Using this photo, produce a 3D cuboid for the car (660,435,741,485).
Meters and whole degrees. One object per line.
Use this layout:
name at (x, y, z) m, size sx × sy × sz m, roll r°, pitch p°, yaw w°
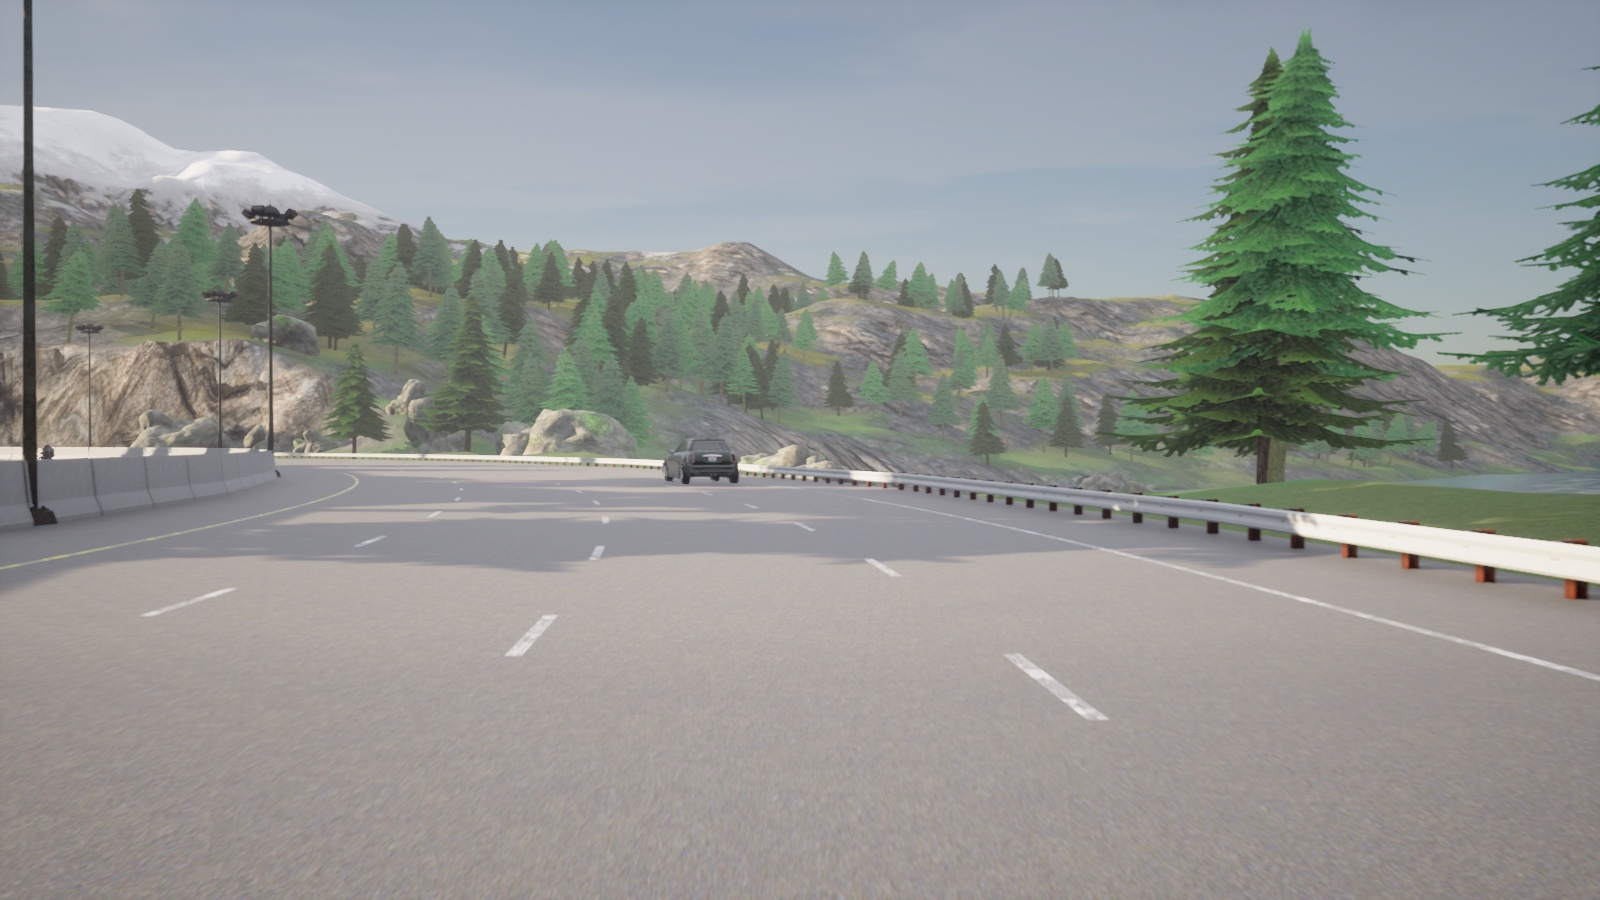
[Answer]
car at (-3.817, 0.336, 47.255) m, size 2.097 × 1.767 × 4.553 m, roll 0°, pitch 0°, yaw -17°
